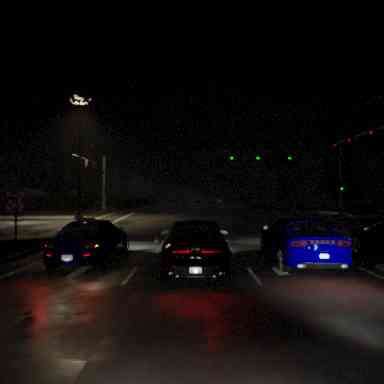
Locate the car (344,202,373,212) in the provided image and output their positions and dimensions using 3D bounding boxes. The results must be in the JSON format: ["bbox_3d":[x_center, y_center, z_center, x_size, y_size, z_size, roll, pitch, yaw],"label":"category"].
[{"bbox_3d":[22.679,2.040,43.849,4.892,1.490,1.837,0,-1,-1],"label":"car"}]

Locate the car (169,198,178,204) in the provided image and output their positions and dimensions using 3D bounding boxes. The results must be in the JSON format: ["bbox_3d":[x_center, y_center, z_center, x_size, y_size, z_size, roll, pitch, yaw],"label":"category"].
[{"bbox_3d":[-5.211,2.464,91.260,2.097,1.767,4.553,0,-1,0],"label":"car"}]

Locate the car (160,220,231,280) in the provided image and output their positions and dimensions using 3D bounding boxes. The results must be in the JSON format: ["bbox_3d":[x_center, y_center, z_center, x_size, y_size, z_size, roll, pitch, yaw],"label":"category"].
[{"bbox_3d":[0.095,1.633,10.352,1.837,1.490,4.892,0,0,0],"label":"car"}]

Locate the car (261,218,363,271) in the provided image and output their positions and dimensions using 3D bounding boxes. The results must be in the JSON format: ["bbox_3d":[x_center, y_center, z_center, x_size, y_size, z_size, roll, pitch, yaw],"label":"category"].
[{"bbox_3d":[3.638,1.619,11.456,1.882,1.535,5.008,0,-1,1],"label":"car"}]

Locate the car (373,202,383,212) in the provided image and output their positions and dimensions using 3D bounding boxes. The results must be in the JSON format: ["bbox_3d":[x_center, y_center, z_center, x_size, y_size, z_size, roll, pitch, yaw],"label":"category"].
[{"bbox_3d":[23.773,1.672,36.865,5.566,2.045,2.150,0,-1,-1],"label":"car"}]

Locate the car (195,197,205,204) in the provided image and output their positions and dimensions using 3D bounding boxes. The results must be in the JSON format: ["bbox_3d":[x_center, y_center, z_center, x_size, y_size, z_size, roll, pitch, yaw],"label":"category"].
[{"bbox_3d":[1.786,2.576,90.460,1.882,1.535,5.008,0,-1,0],"label":"car"}]

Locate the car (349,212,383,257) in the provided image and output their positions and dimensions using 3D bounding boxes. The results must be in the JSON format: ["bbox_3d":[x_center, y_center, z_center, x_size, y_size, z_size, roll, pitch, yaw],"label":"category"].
[{"bbox_3d":[7.113,1.629,11.148,2.128,1.511,4.902,0,-1,1],"label":"car"}]

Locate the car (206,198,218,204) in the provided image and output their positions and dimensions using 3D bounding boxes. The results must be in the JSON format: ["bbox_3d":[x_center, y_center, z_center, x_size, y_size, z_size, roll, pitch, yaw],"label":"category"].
[{"bbox_3d":[5.286,2.575,90.446,1.882,1.535,5.008,0,-1,0],"label":"car"}]

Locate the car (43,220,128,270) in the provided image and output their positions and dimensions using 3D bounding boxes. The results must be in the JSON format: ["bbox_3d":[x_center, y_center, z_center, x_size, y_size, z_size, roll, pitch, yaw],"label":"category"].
[{"bbox_3d":[-3.436,1.666,11.395,1.812,1.442,4.674,0,-1,-1],"label":"car"}]

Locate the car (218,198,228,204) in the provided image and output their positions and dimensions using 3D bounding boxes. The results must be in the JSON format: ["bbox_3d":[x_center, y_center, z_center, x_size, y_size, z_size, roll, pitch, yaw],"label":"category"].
[{"bbox_3d":[8.792,2.662,92.019,2.033,1.411,5.357,0,-1,0],"label":"car"}]

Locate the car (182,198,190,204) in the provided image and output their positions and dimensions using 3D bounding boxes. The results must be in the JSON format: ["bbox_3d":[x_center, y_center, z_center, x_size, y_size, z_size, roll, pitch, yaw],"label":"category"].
[{"bbox_3d":[-1.712,2.656,90.890,1.994,1.385,4.181,0,-1,0],"label":"car"}]
